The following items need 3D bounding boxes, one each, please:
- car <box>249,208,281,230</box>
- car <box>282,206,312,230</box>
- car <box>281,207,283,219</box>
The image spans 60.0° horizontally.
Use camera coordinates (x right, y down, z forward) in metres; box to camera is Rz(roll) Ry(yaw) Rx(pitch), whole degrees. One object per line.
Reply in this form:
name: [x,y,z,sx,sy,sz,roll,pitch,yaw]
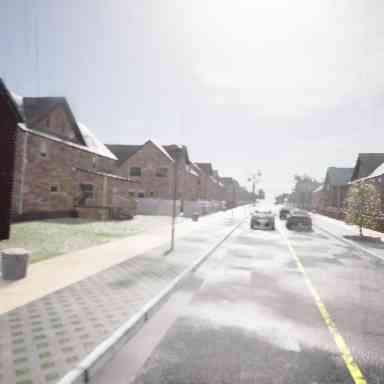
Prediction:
car: [5.607,2.041,26.289,2.128,1.511,4.902,3,-1,12]
car: [8.772,2.232,27.574,1.837,1.490,4.892,3,0,13]
car: [11.468,2.477,39.943,1.882,1.535,5.008,3,0,13]
